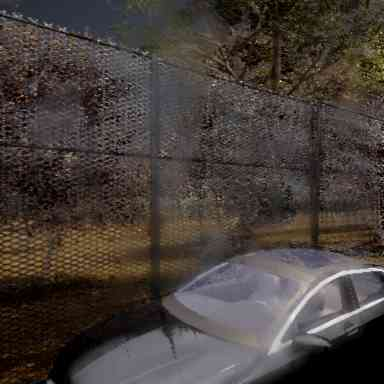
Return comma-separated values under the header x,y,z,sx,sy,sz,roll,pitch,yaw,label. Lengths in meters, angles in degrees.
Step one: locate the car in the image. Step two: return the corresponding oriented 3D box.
x,y,z,sx,sy,sz,roll,pitch,yaw,label
0.979,1.498,3.766,4.902,1.511,2.128,0,0,-35,car
